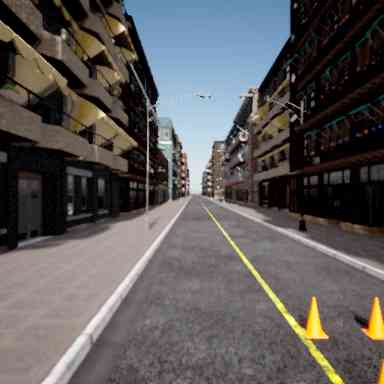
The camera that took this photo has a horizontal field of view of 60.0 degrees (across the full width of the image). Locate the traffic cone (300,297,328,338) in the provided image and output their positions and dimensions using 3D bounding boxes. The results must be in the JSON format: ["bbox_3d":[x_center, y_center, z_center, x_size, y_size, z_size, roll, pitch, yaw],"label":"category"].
[{"bbox_3d":[1.957,1.980,5.341,0.340,0.580,0.340,0,0,0],"label":"traffic cone"}]

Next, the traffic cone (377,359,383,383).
[{"bbox_3d":[1.944,1.975,3.341,0.340,0.580,0.340,0,0,0],"label":"traffic cone"}]

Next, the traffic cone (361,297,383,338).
[{"bbox_3d":[2.957,1.985,5.334,0.340,0.580,0.340,0,0,0],"label":"traffic cone"}]
